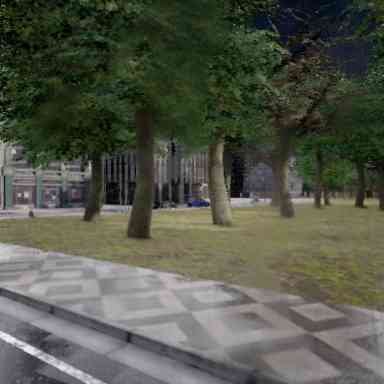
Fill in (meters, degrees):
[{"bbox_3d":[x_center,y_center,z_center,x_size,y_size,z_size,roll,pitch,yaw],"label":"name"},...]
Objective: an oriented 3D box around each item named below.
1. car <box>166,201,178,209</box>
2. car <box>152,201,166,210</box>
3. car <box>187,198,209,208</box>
[{"bbox_3d":[-4.568,2.427,62.706,1.994,1.385,4.181,0,-1,34],"label":"car"},{"bbox_3d":[-6.902,2.366,53.877,1.895,1.301,4.718,0,-1,34],"label":"car"},{"bbox_3d":[1.197,2.156,65.870,2.150,2.045,5.566,0,0,34],"label":"car"}]
